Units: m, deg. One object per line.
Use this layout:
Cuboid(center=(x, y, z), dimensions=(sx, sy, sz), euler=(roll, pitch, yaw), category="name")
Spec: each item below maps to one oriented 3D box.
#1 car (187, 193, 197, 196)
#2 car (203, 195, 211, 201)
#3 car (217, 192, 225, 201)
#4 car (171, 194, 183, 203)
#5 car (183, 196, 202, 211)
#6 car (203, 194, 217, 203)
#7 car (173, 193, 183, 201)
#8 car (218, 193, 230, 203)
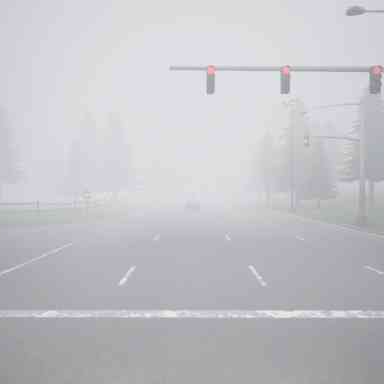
Cuboid(center=(0.079, 1.545, 70.778), dimensions=(1.994, 1.385, 4.181), euler=(0, 0, 0), category="car")
Cuboid(center=(3.590, 1.428, 80.807), dimensions=(1.895, 1.301, 4.718), euler=(0, 0, 0), category="car")
Cuboid(center=(7.090, 1.058, 80.803), dimensions=(2.150, 2.045, 5.566), euler=(0, 0, 0), category="car")
Cuboid(center=(-3.422, 1.531, 70.365), dimensions=(2.033, 1.411, 5.357), euler=(0, 0, 0), category="car")
Cuboid(center=(0.044, 1.526, 39.748), dimensions=(1.812, 1.442, 4.674), euler=(0, 0, 0), category="car")
Cuboid(center=(3.578, 1.517, 70.357), dimensions=(2.128, 1.511, 4.902), euler=(0, 0, 0), category="car")
Cuboid(center=(-3.410, 1.188, 80.755), dimensions=(2.097, 1.767, 4.553), euler=(0, 0, 0), category="car")
Cuboid(center=(7.079, 1.517, 70.770), dimensions=(1.812, 1.442, 4.674), euler=(0, 0, 0), category="car")
